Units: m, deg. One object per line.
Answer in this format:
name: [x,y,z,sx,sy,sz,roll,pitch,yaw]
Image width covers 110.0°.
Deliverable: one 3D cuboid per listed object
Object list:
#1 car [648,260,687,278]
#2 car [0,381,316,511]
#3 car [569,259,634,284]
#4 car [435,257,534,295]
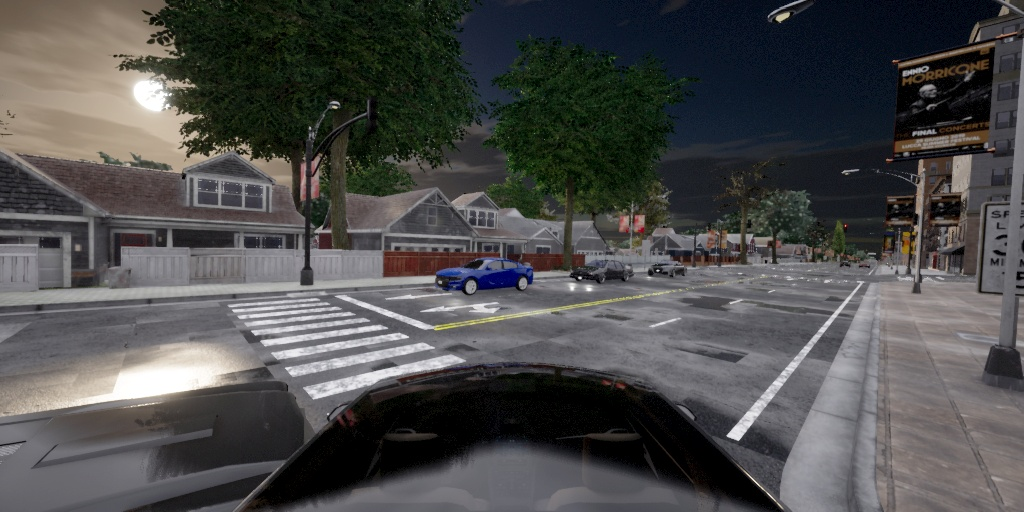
car: [13.191,1.015,30.317,4.181,1.385,1.994,0,2,-44]
car: [-3.309,1.292,1.257,4.718,1.301,1.895,1,2,-34]
car: [6.008,0.943,23.381,5.357,1.411,2.033,0,2,-44]
car: [-1.145,0.821,16.447,5.008,1.535,1.882,0,2,-44]
